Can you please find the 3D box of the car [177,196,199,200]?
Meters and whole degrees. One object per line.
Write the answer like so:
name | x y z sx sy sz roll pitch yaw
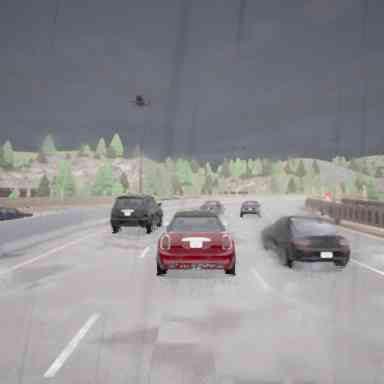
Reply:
car | -0.094 1.416 57.329 1.882 1.535 5.008 0 0 26

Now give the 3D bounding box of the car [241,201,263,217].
car | 5.491 1.490 30.784 2.033 1.411 5.357 0 0 12

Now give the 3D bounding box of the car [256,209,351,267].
car | 3.618 1.515 11.205 1.812 1.442 4.674 0 0 0

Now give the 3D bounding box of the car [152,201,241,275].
car | 0.117 1.342 10.544 2.097 1.767 4.553 0 0 0

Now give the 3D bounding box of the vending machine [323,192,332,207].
vending machine | 19.355 1.040 47.466 1.100 2.100 0.880 -1 -1 26

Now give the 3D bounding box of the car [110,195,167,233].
car | -3.080 1.200 19.545 2.150 2.045 5.566 0 0 4

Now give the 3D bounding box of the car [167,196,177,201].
car | -3.685 1.519 57.961 1.994 1.385 4.181 0 0 26

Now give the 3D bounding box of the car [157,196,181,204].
car | -4.425 1.510 64.183 2.033 1.411 5.357 0 0 28

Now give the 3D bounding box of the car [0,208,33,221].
car | -10.396 1.533 17.507 2.033 1.411 5.357 0 0 2
